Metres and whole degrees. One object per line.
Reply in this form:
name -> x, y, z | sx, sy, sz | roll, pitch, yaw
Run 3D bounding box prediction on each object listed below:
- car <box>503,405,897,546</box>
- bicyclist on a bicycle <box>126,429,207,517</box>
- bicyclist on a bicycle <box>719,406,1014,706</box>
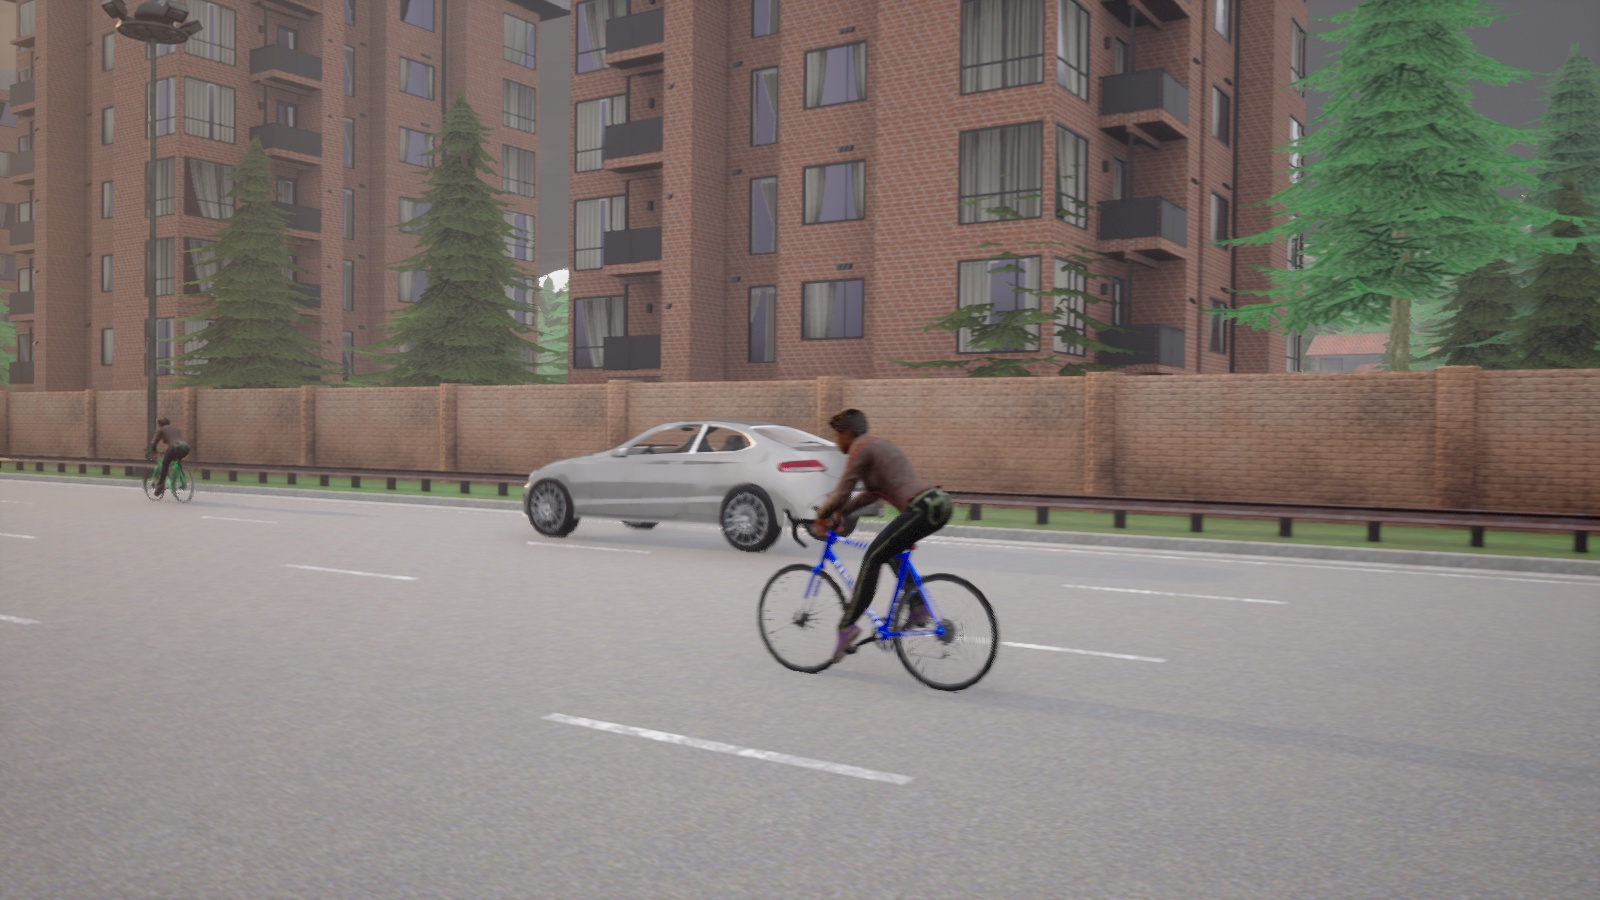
car -> -1.420, 0.275, 16.957 | 5.027, 1.651, 2.152 | 0, 1, 33
bicyclist on a bicycle -> -12.021, 0.427, 23.818 | 1.656, 1.620, 0.582 | 0, 1, 33
bicyclist on a bicycle -> 0.371, 0.574, 7.466 | 1.656, 1.620, 0.582 | 0, 1, 33
